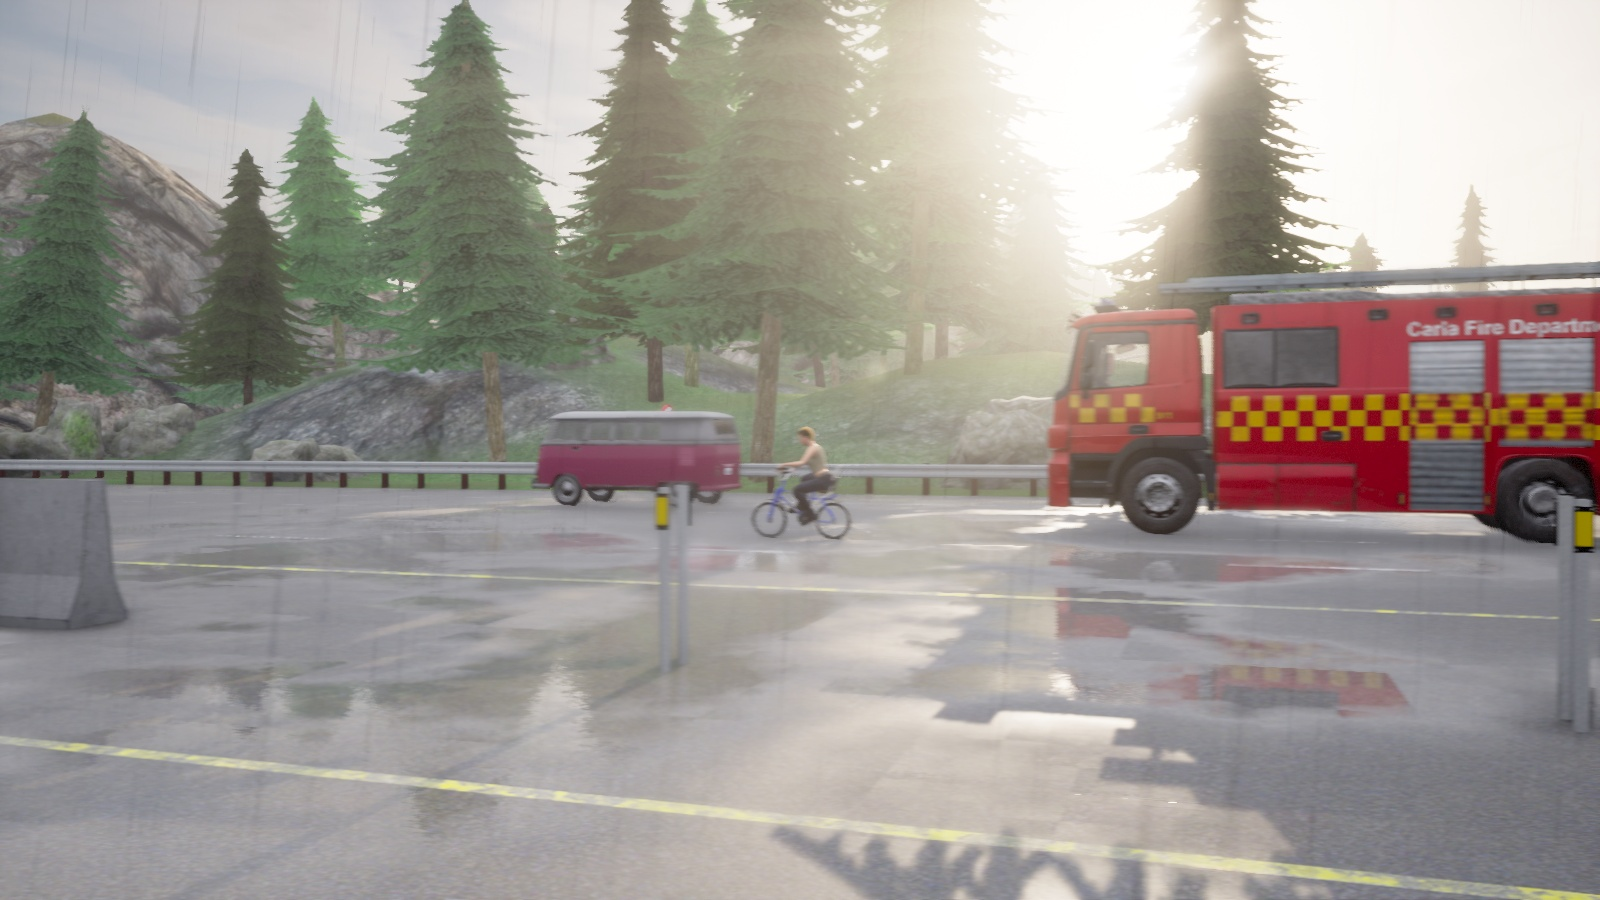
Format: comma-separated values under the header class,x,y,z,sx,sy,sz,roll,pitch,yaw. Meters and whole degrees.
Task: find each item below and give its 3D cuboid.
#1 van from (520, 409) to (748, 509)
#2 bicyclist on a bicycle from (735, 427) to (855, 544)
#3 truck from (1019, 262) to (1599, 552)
class,x,y,z,sx,sy,sz,roll,pitch,yaw
van,-3.497,0.141,26.522,4.442,1.987,1.775,1,1,19
bicyclist on a bicycle,-0.062,0.475,17.989,1.509,1.612,0.866,0,1,18
truck,7.807,-0.614,19.012,8.468,3.827,2.891,0,1,19
